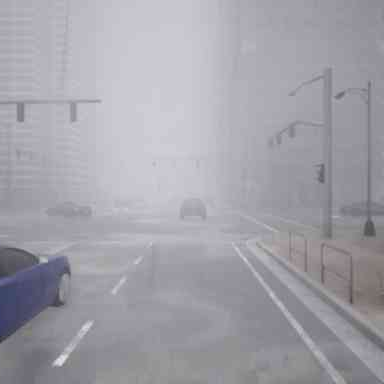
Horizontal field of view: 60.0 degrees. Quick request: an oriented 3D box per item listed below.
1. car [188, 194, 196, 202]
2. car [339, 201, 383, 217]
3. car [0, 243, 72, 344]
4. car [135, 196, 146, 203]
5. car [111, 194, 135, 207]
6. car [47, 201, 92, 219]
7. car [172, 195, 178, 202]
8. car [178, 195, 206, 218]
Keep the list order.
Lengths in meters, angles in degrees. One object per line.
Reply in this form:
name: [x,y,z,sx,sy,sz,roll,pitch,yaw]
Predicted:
car: [0.001,1.327,74.090,1.882,1.535,5.008,0,0,0]
car: [15.806,1.532,30.527,4.181,1.385,1.994,0,0,0]
car: [-3.442,1.473,4.959,1.882,1.535,5.008,0,0,0]
car: [-10.499,1.474,66.907,2.033,1.411,5.357,0,0,0]
car: [-10.561,1.425,51.354,1.882,1.535,5.008,0,0,0]
car: [-10.475,1.497,28.354,4.674,1.442,1.812,0,-1,36]
car: [-3.499,1.376,74.088,2.128,1.511,4.902,0,0,0]
car: [0.093,1.322,29.329,2.097,1.767,4.553,0,0,0]
